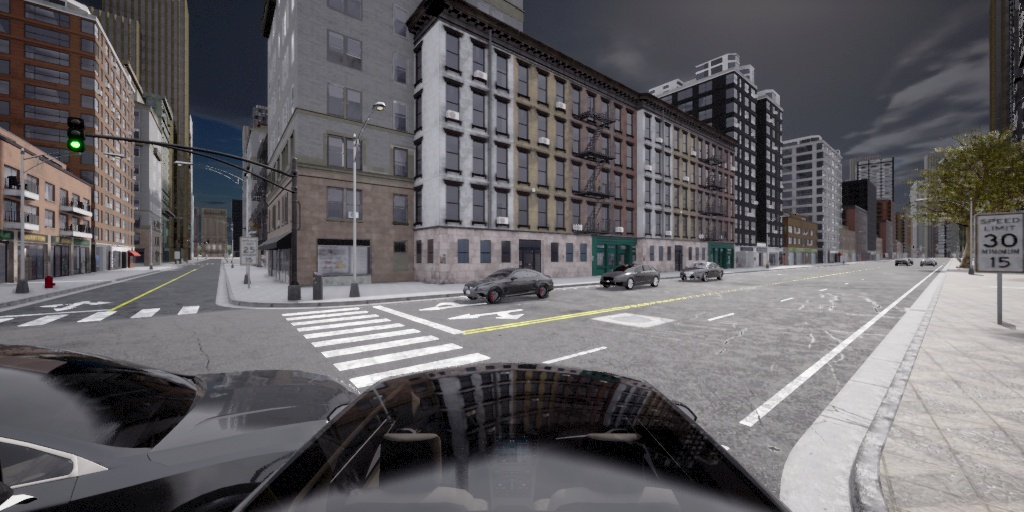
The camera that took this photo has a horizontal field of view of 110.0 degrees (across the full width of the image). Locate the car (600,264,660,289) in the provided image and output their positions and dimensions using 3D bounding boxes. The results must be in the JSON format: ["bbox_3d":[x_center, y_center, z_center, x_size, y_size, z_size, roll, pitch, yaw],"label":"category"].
[{"bbox_3d":[7.629,1.258,22.972,4.892,1.490,1.837,0,0,-39],"label":"car"}]

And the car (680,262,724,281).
[{"bbox_3d":[15.633,1.235,29.451,4.902,1.511,2.128,0,0,-39],"label":"car"}]

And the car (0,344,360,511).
[{"bbox_3d":[-3.224,1.257,1.765,4.892,1.490,1.837,0,0,-35],"label":"car"}]

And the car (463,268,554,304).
[{"bbox_3d":[-0.056,1.286,16.740,4.674,1.442,1.812,0,0,-39],"label":"car"}]
